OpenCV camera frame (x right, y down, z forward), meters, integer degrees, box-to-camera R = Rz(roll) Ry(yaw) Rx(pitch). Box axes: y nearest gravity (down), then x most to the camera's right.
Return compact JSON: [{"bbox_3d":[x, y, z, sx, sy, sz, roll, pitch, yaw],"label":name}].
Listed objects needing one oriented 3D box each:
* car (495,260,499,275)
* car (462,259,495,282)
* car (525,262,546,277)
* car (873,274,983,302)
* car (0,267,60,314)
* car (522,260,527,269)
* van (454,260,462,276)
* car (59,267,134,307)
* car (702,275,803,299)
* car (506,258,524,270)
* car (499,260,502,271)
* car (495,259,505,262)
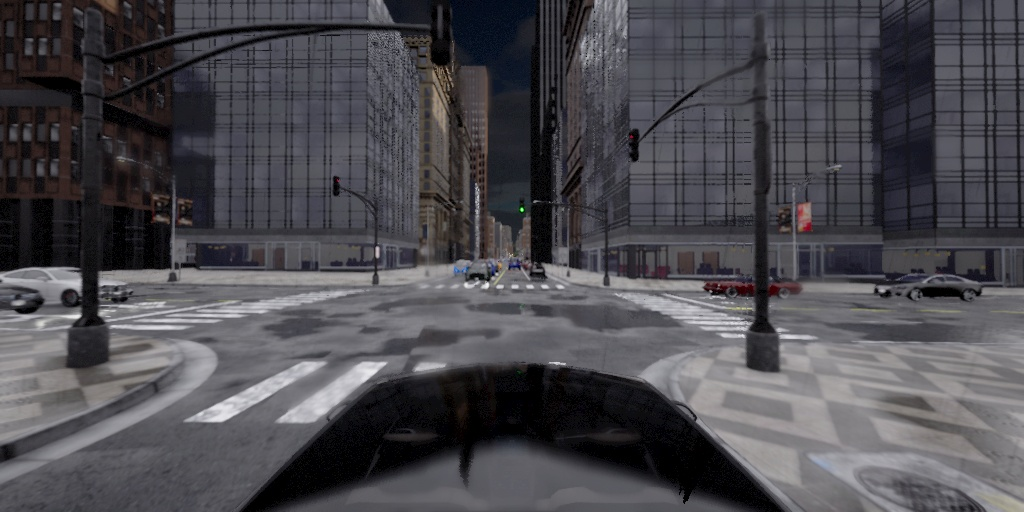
[{"bbox_3d":[-2.888,1.540,41.271,1.882,1.535,5.008,0,0,1],"label":"car"},{"bbox_3d":[-2.931,1.346,32.152,2.097,1.767,4.553,0,0,0],"label":"car"},{"bbox_3d":[2.878,1.629,41.304,1.948,1.339,4.313,0,0,0],"label":"car"},{"bbox_3d":[23.622,1.761,20.500,4.902,1.511,2.128,1,-1,0],"label":"car"},{"bbox_3d":[-17.219,1.123,10.780,4.674,1.442,1.812,1,-1,-1],"label":"car"},{"bbox_3d":[2.986,1.764,58.251,1.802,1.307,4.207,0,0,0],"label":"car"},{"bbox_3d":[-5.647,1.404,41.357,1.690,1.789,3.998,0,0,0],"label":"van"},{"bbox_3d":[-17.745,1.157,14.037,4.674,1.442,1.812,1,-1,0],"label":"car"},{"bbox_3d":[13.599,1.735,20.557,4.718,1.301,1.895,1,-1,0],"label":"car"},{"bbox_3d":[0.446,1.432,62.614,2.150,2.045,5.566,0,0,0],"label":"car"},{"bbox_3d":[-2.823,1.635,50.736,1.837,1.490,4.892,0,0,1],"label":"car"},{"bbox_3d":[-2.729,1.675,60.585,1.882,1.535,5.008,0,0,1],"label":"car"}]
